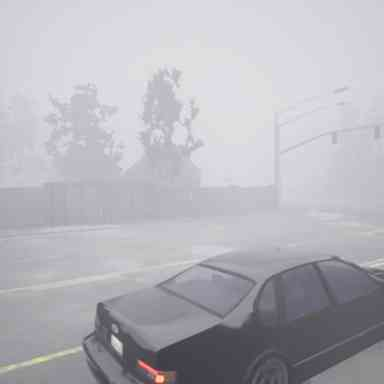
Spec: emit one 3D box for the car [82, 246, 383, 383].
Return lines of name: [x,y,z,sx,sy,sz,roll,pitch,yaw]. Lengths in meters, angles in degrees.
car: [1.327,1.515,4.696,5.357,1.411,2.033,-1,0,-35]
